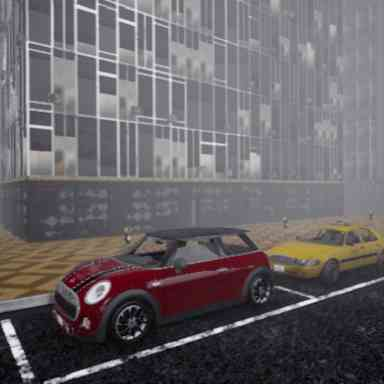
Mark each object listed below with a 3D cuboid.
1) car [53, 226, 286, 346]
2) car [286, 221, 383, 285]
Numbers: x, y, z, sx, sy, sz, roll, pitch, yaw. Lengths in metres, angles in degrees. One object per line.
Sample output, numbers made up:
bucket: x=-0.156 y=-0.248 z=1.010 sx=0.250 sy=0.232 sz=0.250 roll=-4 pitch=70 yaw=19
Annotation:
car: x=-0.401 y=1.442 z=6.286 sx=4.097 sy=1.590 sz=1.967 roll=0 pitch=-1 yaw=-36
car: x=4.086 y=1.532 z=9.490 sx=4.829 sy=1.417 sz=1.752 roll=0 pitch=-1 yaw=-36
